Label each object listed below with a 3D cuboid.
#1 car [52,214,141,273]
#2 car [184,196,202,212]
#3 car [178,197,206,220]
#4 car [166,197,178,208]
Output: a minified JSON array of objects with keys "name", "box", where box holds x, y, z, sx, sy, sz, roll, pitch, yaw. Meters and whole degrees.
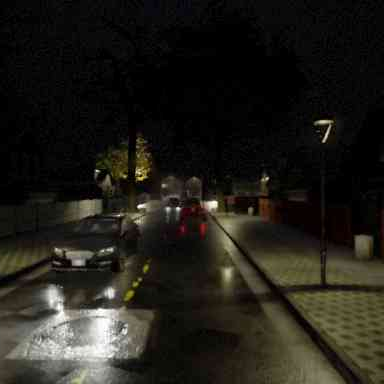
[{"name":"car","box":[-2.850,1.517,10.805,2.128,1.511,4.902,0,0,0]},{"name":"car","box":[0.091,1.442,41.181,2.097,1.767,4.553,0,0,0]},{"name":"car","box":[0.093,1.418,28.846,2.097,1.767,4.553,0,0,0]},{"name":"car","box":[-2.828,1.614,51.100,1.837,1.490,4.892,0,0,0]}]
